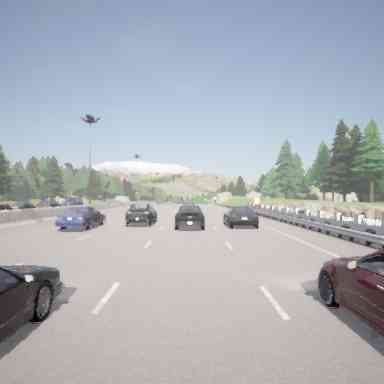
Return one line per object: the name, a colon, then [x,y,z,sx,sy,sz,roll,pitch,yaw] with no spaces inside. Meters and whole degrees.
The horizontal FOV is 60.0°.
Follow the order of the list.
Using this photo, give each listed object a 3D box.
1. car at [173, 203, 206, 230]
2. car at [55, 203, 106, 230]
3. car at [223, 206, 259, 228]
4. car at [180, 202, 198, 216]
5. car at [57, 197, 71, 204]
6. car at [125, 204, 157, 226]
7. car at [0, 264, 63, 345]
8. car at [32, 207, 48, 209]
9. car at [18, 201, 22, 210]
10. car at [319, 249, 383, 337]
car: [-0.150,1.607,22.047,1.837,1.490,4.892,0,-1,-1]
car: [-7.147,1.648,21.818,2.033,1.411,5.357,0,-1,-1]
car: [3.339,1.680,23.168,1.994,1.385,4.181,0,-1,-1]
car: [-0.337,1.918,38.431,1.994,1.385,4.181,0,-1,-1]
car: [-18.070,1.815,50.086,2.150,2.045,5.566,0,-1,-1]
car: [-3.679,1.625,24.591,2.128,1.511,4.902,0,-1,-1]
car: [-3.446,1.551,4.130,2.033,1.411,5.357,0,0,-1]
car: [-21.568,1.909,49.331,2.097,1.767,4.553,0,-1,0]
car: [-25.066,2.081,49.115,1.812,1.442,4.674,0,-1,0]
car: [3.546,1.531,4.987,1.812,1.442,4.674,0,0,-1]
